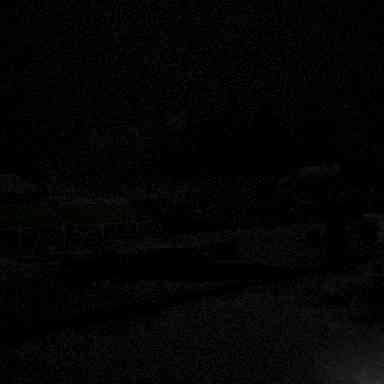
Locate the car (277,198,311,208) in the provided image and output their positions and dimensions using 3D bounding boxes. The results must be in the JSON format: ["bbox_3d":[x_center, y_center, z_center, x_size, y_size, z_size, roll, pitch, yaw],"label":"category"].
[{"bbox_3d":[11.648,1.505,37.192,1.837,1.490,4.892,0,0,-35],"label":"car"}]

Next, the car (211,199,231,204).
[{"bbox_3d":[4.247,1.601,47.798,1.895,1.301,4.718,0,0,-35],"label":"car"}]

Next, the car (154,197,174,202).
[{"bbox_3d":[-5.157,1.601,61.427,1.895,1.301,4.718,0,0,-35],"label":"car"}]
